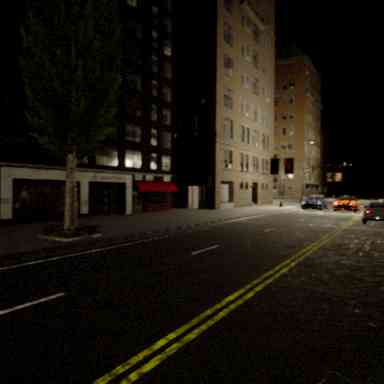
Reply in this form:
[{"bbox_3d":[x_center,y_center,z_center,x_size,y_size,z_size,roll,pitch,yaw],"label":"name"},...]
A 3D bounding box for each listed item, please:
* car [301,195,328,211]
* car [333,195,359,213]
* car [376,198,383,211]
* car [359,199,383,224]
[{"bbox_3d":[13.585,1.123,36.719,2.097,1.767,4.553,1,1,32],"label":"car"},{"bbox_3d":[16.095,1.159,34.603,2.097,1.767,4.553,1,1,32],"label":"car"},{"bbox_3d":[22.363,1.420,38.229,1.895,1.301,4.718,1,1,32],"label":"car"},{"bbox_3d":[12.990,1.413,23.056,1.812,1.442,4.674,1,1,32],"label":"car"}]
